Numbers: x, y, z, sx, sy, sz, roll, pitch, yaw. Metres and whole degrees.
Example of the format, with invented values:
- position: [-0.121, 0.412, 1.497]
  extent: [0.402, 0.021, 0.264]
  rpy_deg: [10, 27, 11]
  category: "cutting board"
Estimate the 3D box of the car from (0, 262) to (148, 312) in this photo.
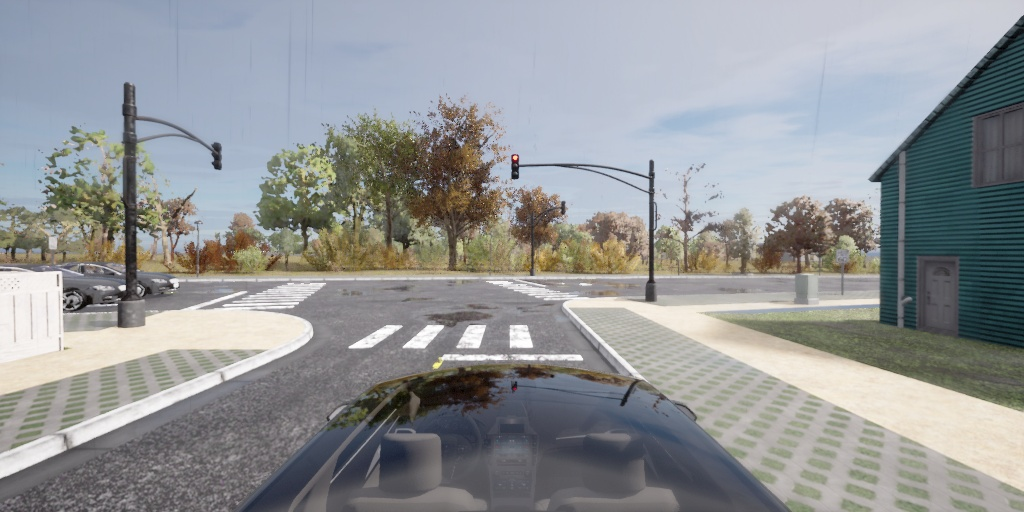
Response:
- position: [-15.957, 1.025, 11.875]
  extent: [4.902, 1.511, 2.128]
  rpy_deg: [1, 0, -22]
  category: "car"

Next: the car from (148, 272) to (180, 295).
- position: [-17.112, 0.998, 14.925]
  extent: [4.902, 1.511, 2.128]
  rpy_deg: [1, 0, -22]
  category: "car"
